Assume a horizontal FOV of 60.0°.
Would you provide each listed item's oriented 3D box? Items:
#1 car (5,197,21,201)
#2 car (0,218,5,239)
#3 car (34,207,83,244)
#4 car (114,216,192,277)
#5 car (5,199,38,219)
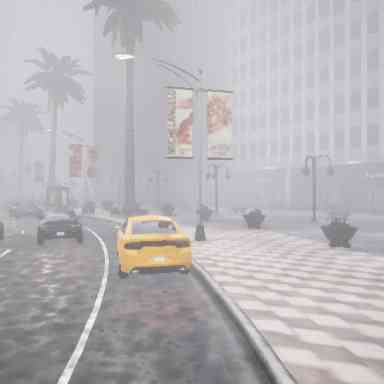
[{"bbox_3d":[-25.899,1.460,48.418,2.231,1.521,4.892,0,0,-39],"label":"car"},{"bbox_3d":[-9.462,1.565,14.409,1.994,1.385,4.181,0,0,-22],"label":"car"},{"bbox_3d":[-6.212,1.529,15.710,1.812,1.442,4.674,0,0,-22],"label":"car"},{"bbox_3d":[-1.364,1.476,10.428,1.882,1.535,5.008,0,0,-14],"label":"car"},{"bbox_3d":[-14.918,1.561,29.675,1.994,1.385,4.181,0,0,-39],"label":"car"}]
